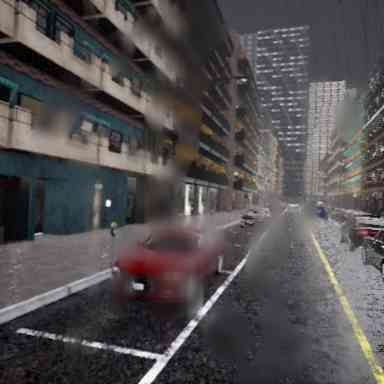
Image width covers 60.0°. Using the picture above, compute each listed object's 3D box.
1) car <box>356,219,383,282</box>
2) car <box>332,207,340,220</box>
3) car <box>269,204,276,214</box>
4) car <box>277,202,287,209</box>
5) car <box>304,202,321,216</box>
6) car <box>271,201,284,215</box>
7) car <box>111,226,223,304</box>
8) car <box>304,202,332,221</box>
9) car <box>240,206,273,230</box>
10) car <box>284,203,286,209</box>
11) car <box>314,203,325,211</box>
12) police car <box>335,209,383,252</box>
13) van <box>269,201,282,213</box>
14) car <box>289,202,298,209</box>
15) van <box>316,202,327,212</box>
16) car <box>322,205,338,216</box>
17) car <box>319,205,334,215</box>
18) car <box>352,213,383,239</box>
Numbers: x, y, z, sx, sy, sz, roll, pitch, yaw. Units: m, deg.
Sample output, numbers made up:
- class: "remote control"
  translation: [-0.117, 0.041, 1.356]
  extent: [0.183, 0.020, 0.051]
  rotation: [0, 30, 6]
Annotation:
- class: "car"
  translation: [6.567, 1.843, 10.171]
  extent: [1.837, 1.490, 4.892]
  rotation: [2, -1, 17]
- class: "car"
  translation: [15.560, 2.437, 33.380]
  extent: [1.887, 1.381, 4.507]
  rotation: [3, 0, 17]
- class: "car"
  translation: [6.306, 2.041, 30.101]
  extent: [1.752, 1.417, 4.829]
  rotation: [3, 0, 17]
- class: "car"
  translation: [21.458, 3.132, 79.182]
  extent: [1.887, 1.381, 4.507]
  rotation: [2, -1, 17]
- class: "car"
  translation: [17.887, 2.492, 49.607]
  extent: [2.097, 1.767, 4.553]
  rotation: [2, -1, 17]
- class: "car"
  translation: [11.390, 2.411, 46.570]
  extent: [1.887, 1.381, 4.507]
  rotation: [3, 0, 17]
- class: "car"
  translation: [-0.359, 1.610, 8.521]
  extent: [1.887, 1.381, 4.507]
  rotation: [3, 0, 17]
- class: "car"
  translation: [14.389, 2.247, 38.178]
  extent: [2.097, 1.767, 4.553]
  rotation: [2, -1, 18]
- class: "car"
  translation: [4.676, 1.956, 24.828]
  extent: [2.008, 1.369, 4.403]
  rotation: [3, 0, 17]
- class: "car"
  translation: [18.102, 2.889, 68.311]
  extent: [1.887, 1.381, 4.507]
  rotation: [2, 0, 17]
- class: "car"
  translation: [27.358, 3.253, 71.590]
  extent: [1.752, 1.417, 4.829]
  rotation: [2, -1, 17]
- class: "police car"
  translation: [8.373, 1.885, 16.008]
  extent: [1.930, 1.638, 5.238]
  rotation: [2, -1, 17]
- class: "van"
  translation: [13.077, 2.325, 52.006]
  extent: [1.690, 1.788, 3.998]
  rotation: [3, 0, 17]
- class: "car"
  translation: [23.742, 3.185, 77.908]
  extent: [1.812, 1.442, 4.674]
  rotation: [2, -1, 17]
- class: "van"
  translation: [25.638, 2.944, 65.993]
  extent: [1.690, 1.788, 3.998]
  rotation: [2, -1, 17]
- class: "car"
  translation: [20.645, 2.772, 49.848]
  extent: [1.752, 1.417, 4.829]
  rotation: [2, 0, 17]
- class: "car"
  translation: [22.271, 2.944, 55.120]
  extent: [1.802, 1.307, 4.206]
  rotation: [2, 0, 17]
- class: "car"
  translation: [12.202, 2.246, 22.509]
  extent: [1.802, 1.307, 4.206]
  rotation: [3, 0, 17]
